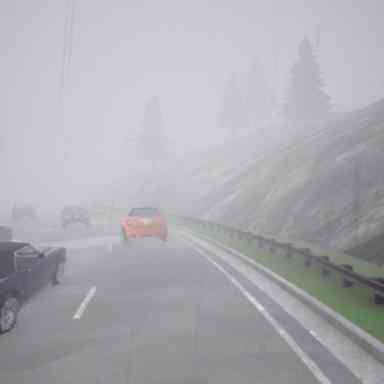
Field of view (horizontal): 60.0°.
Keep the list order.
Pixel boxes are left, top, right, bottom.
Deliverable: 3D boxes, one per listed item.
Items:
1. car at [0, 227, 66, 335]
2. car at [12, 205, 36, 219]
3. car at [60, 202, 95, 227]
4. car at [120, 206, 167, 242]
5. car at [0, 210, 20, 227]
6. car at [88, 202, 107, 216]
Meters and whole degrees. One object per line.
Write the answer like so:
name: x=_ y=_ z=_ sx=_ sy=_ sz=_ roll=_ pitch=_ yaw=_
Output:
car: x=-4.010 y=1.661 z=6.673 sx=1.895 sy=1.301 sz=4.718 roll=0 pitch=0 yaw=-6
car: x=-15.836 y=1.869 z=31.125 sx=1.895 sy=1.301 sz=4.718 roll=0 pitch=0 yaw=-30
car: x=-8.854 y=1.754 z=25.027 sx=2.033 sy=1.411 sz=5.357 roll=0 pitch=0 yaw=-23
car: x=-2.643 y=1.488 z=17.409 sx=2.097 sy=1.767 sz=4.553 roll=0 pitch=0 yaw=-14
car: x=-8.543 y=1.663 z=12.718 sx=2.033 sy=1.411 sz=5.357 roll=0 pitch=0 yaw=-13
car: x=-10.599 y=1.768 z=35.840 sx=1.882 sy=1.535 sz=5.008 roll=0 pitch=0 yaw=-30
